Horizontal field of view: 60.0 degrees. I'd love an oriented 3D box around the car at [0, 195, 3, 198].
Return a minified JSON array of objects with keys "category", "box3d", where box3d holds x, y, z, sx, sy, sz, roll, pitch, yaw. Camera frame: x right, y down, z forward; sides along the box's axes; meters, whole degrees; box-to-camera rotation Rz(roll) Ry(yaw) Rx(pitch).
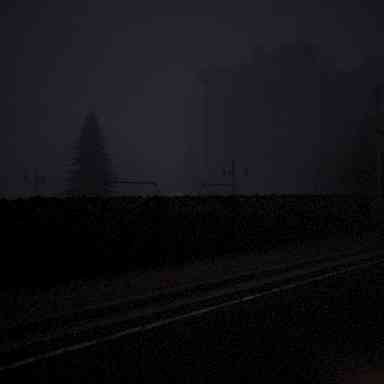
[{"category":"car","box3d":[-40.344,1.374,67.378,3.633,1.501,1.845,0,0,-38]}]
